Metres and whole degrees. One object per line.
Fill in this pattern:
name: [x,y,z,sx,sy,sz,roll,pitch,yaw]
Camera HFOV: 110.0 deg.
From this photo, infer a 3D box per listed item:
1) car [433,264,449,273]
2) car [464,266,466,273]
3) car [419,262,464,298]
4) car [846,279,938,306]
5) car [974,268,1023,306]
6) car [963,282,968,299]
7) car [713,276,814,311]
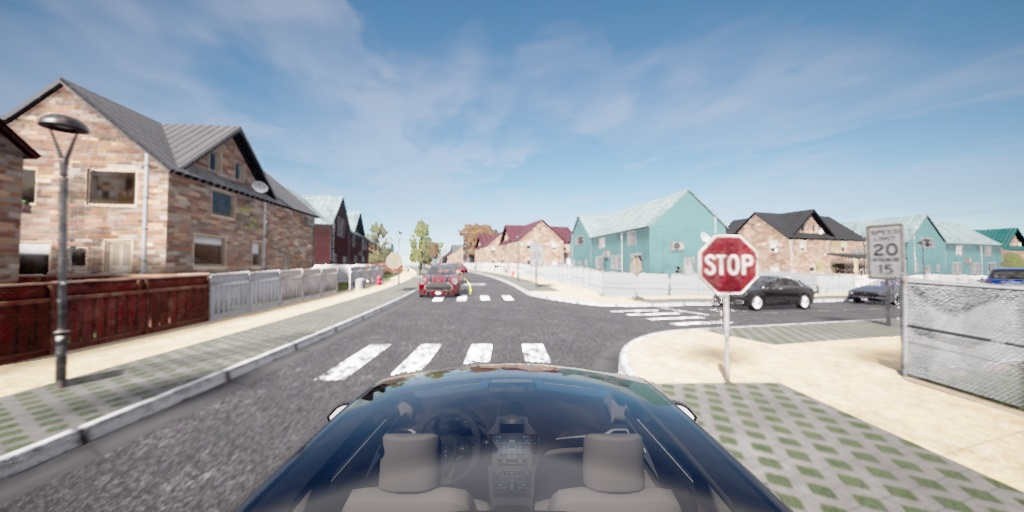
car: [-11.815,2.037,59.500,2.033,1.411,5.357,1,-1,-17]
car: [-5.358,1.443,31.157,2.097,1.767,4.553,0,-1,-9]
car: [-3.968,1.311,20.318,2.097,1.767,4.553,0,-1,-7]
car: [21.334,1.970,19.977,5.357,1.411,2.033,1,-2,-18]
car: [27.754,1.674,18.973,5.566,2.045,2.150,1,-2,-18]
car: [31.450,2.127,23.240,5.008,1.535,1.882,1,-2,-18]
car: [11.884,1.719,16.968,4.892,1.490,1.837,1,-2,-16]
